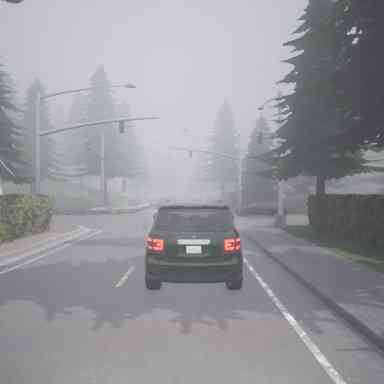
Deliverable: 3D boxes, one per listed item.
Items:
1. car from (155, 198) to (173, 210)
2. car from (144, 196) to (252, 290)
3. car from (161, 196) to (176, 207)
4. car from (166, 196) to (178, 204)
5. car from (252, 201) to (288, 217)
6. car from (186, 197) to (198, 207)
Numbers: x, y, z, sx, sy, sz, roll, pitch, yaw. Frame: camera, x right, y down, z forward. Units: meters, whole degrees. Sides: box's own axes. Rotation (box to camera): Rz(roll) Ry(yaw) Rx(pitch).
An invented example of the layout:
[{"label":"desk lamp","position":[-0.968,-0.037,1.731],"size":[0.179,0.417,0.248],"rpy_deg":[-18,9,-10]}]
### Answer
[{"label":"car","position":[-3.644,1.563,43.611],"size":[1.994,1.385,4.181],"rpy_deg":[0,0,0]},{"label":"car","position":[0.052,1.221,9.208],"size":[2.150,2.045,5.566],"rpy_deg":[0,0,0]},{"label":"car","position":[-3.659,1.492,52.761],"size":[2.128,1.511,4.902],"rpy_deg":[0,0,0]},{"label":"car","position":[-3.913,1.492,64.079],"size":[2.128,1.511,4.902],"rpy_deg":[0,0,-7]},{"label":"car","position":[5.995,1.510,29.208],"size":[4.674,1.442,1.812],"rpy_deg":[0,0,-3]},{"label":"car","position":[0.003,1.525,50.733],"size":[1.812,1.442,4.674],"rpy_deg":[0,0,0]}]
